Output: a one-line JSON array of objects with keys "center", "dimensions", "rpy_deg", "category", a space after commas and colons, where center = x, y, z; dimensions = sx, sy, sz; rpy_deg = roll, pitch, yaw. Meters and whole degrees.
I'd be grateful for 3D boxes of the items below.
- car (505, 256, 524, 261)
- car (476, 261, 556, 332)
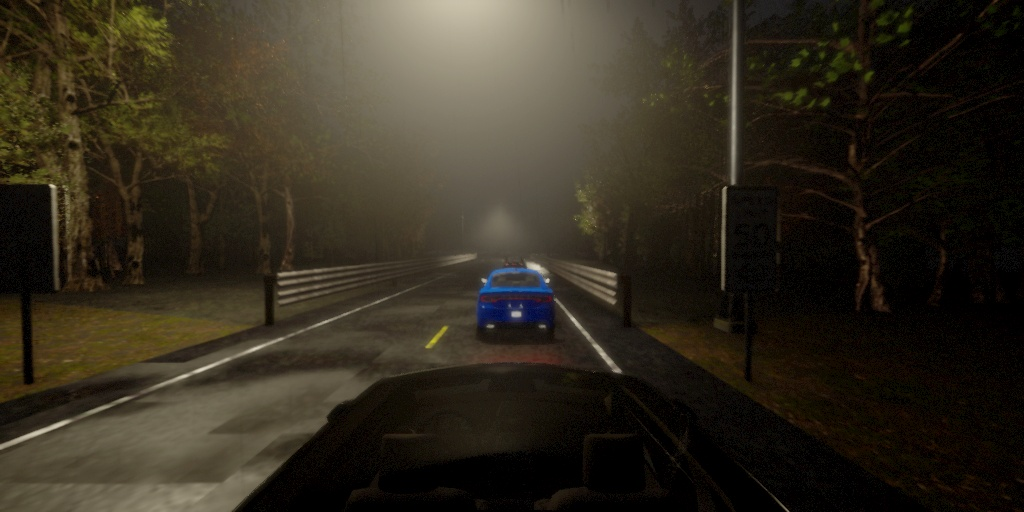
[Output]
[{"center": [0.174, 0.773, 27.830], "dimensions": [2.128, 1.511, 4.902], "rpy_deg": [0, 1, 0], "category": "car"}, {"center": [0.107, 1.074, 10.298], "dimensions": [1.882, 1.535, 5.008], "rpy_deg": [0, 1, 0], "category": "car"}]
